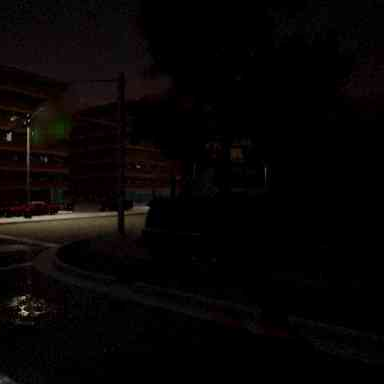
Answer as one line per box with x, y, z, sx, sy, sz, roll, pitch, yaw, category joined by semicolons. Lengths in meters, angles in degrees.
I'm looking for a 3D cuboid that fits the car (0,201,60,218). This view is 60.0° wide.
-14.427;1.553;29.882;1.895;1.301;4.718;0;0;33;car

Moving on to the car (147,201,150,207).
-4.728;1.509;49.172;1.994;1.385;4.181;0;0;36;car

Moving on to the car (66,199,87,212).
-12.361;1.509;38.636;1.994;1.385;4.181;0;0;37;car

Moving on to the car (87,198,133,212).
-8.893;1.428;37.482;1.882;1.535;5.008;0;0;36;car

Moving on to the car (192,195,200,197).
0.076;1.306;49.821;2.097;1.767;4.553;0;0;36;car
